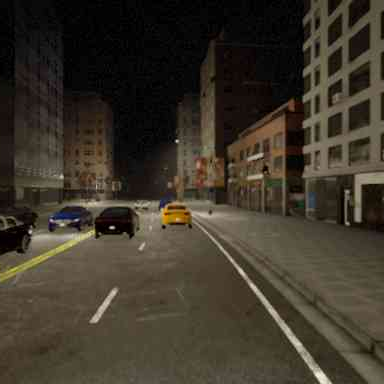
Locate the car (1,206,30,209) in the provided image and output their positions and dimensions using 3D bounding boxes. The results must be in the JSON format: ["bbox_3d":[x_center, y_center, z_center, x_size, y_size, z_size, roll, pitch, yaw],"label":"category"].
[{"bbox_3d":[-10.695,1.603,19.854,1.812,1.442,4.674,0,0,-4],"label":"car"}]

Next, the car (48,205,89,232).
[{"bbox_3d":[-7.522,1.600,21.067,1.812,1.442,4.674,0,0,-5],"label":"car"}]

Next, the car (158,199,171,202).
[{"bbox_3d":[-3.536,1.622,45.249,1.882,1.535,5.008,0,0,-6],"label":"car"}]

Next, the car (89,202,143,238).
[{"bbox_3d":[-3.974,1.535,18.198,1.882,1.535,5.008,0,0,-4],"label":"car"}]

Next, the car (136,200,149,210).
[{"bbox_3d":[-6.728,1.751,44.568,1.895,1.301,4.718,0,0,-6],"label":"car"}]

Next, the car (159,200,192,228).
[{"bbox_3d":[-1.120,1.543,22.788,1.882,1.535,5.008,0,0,-5],"label":"car"}]

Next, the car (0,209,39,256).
[{"bbox_3d":[-6.963,1.534,10.892,2.128,1.511,4.902,0,0,-3],"label":"car"}]
